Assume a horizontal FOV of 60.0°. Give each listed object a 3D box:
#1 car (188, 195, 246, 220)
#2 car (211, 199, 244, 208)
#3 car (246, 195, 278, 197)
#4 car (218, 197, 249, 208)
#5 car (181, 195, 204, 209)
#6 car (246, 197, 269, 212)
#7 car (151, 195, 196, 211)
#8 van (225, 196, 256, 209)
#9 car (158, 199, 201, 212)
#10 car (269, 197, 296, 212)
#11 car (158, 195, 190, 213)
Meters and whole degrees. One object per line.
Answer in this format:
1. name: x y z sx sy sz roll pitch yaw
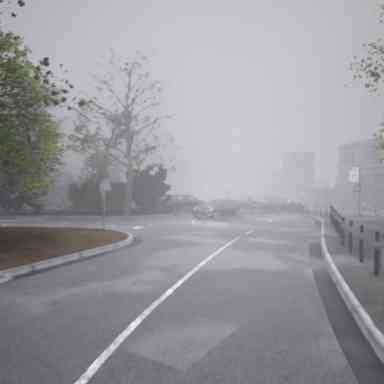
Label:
1. car: 2.164 1.355 28.077 2.097 1.767 4.553 0 -1 43
2. car: 6.187 2.018 58.253 5.366 1.575 1.946 0 -2 -18
3. car: 9.686 1.497 46.628 5.566 2.045 2.435 0 -1 -18
4. car: 6.869 1.815 55.412 4.553 1.767 2.185 0 -2 -18
5. car: -0.005 1.631 53.366 2.150 2.045 5.566 0 -2 -17
6. car: 7.194 1.668 41.519 2.128 1.511 4.902 1 -1 -16
7. car: -2.446 1.424 44.457 5.566 2.045 2.435 0 -1 -18
8. van: 7.712 1.644 52.496 4.442 1.987 1.878 0 -1 -18
9. car: -1.607 1.632 41.790 4.892 1.521 2.231 0 -1 -18
10. car: 10.608 1.706 43.856 5.008 1.535 2.097 0 -1 -18
11. car: -0.761 1.342 39.262 5.566 2.045 2.435 0 -1 -18
